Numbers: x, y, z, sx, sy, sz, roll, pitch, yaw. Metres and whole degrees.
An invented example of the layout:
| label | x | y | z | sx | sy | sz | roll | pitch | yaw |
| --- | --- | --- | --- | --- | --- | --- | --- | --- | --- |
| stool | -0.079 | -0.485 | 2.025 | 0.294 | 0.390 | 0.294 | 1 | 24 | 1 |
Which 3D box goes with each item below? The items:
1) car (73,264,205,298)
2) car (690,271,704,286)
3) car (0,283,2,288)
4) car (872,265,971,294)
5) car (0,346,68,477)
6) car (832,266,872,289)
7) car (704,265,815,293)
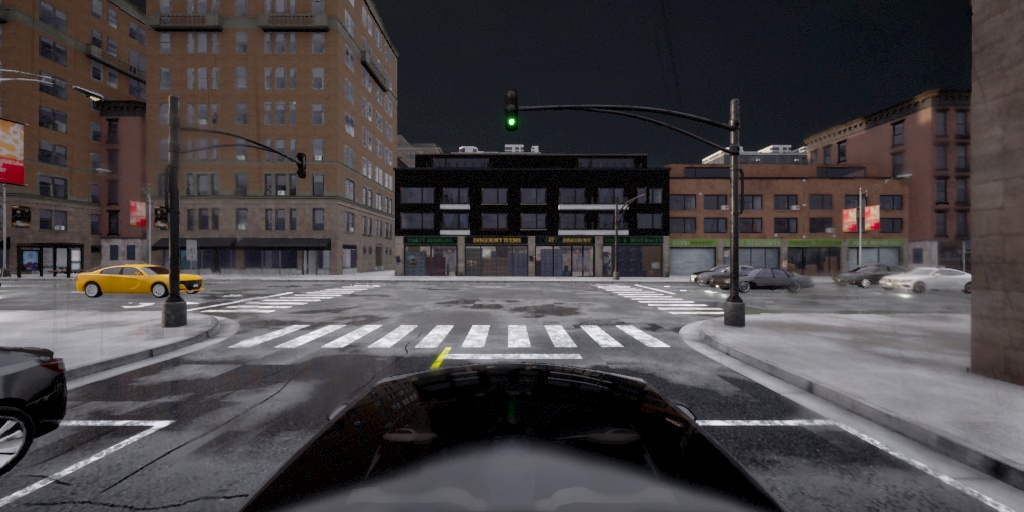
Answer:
| label | x | y | z | sx | sy | sz | roll | pitch | yaw |
| --- | --- | --- | --- | --- | --- | --- | --- | --- | --- |
| car | -17.789 | 1.149 | 17.328 | 5.008 | 1.535 | 1.882 | 0 | 0 | 0 |
| car | 14.649 | 1.323 | 24.199 | 4.902 | 1.511 | 2.128 | 0 | 0 | 0 |
| car | -27.855 | 1.150 | 17.277 | 4.674 | 1.442 | 1.812 | 0 | 0 | 0 |
| car | 24.465 | 1.409 | 20.999 | 4.674 | 1.442 | 1.812 | 0 | 0 | 0 |
| car | -5.387 | 1.316 | 1.844 | 1.948 | 1.339 | 4.313 | 0 | 0 | 0 |
| car | 24.513 | 1.386 | 24.247 | 4.892 | 1.490 | 1.837 | 0 | 0 | 0 |
| car | 14.570 | 1.378 | 20.969 | 5.357 | 1.411 | 2.033 | 0 | 0 | -3 |
